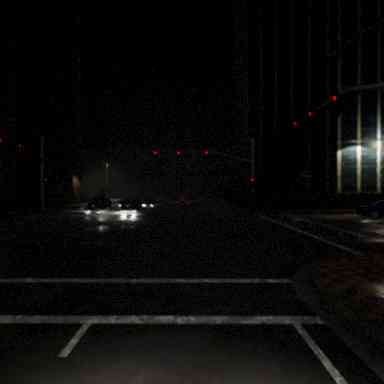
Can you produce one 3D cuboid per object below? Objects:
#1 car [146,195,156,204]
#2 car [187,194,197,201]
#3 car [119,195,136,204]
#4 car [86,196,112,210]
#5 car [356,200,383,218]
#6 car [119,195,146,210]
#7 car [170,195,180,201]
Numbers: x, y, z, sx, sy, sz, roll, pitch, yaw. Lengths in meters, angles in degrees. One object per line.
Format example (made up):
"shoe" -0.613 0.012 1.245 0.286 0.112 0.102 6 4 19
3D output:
"car" -7.060 1.252 55.066 1.994 1.385 4.181 0 0 0
"car" -0.006 1.133 67.962 1.812 1.442 4.674 0 0 0
"car" -10.560 1.215 54.813 1.812 1.442 4.674 0 0 0
"car" -10.770 1.283 39.026 1.837 1.490 4.892 0 0 3
"car" 16.105 1.322 27.326 5.008 1.535 1.882 0 0 -1
"car" -7.088 1.269 39.134 2.128 1.511 4.902 0 0 0
"car" -3.507 1.234 68.532 1.895 1.301 4.718 0 0 0
